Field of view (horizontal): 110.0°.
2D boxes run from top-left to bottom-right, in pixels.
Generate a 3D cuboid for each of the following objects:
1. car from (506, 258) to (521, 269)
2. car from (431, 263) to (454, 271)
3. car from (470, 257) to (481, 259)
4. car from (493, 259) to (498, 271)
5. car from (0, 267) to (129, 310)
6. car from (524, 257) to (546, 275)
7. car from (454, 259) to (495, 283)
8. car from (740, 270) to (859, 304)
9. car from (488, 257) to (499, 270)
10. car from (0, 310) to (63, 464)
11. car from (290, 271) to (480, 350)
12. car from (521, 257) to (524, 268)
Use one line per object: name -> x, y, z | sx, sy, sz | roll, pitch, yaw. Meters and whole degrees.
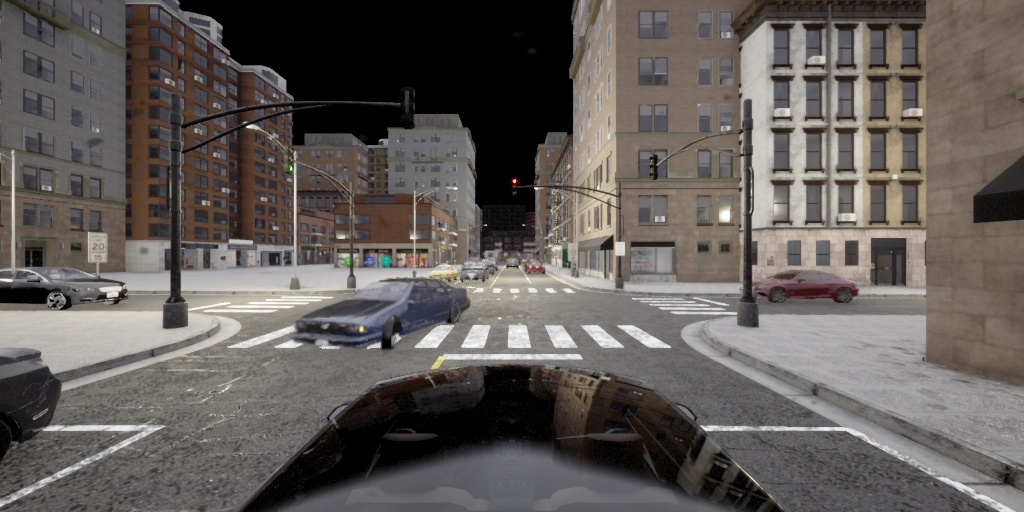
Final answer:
car -> 0.100, 1.317, 58.619 | 1.994, 1.385, 4.181 | 0, 0, 1
car -> -5.385, 1.276, 28.397 | 1.751, 1.417, 4.829 | 0, 0, 0
car -> -5.383, 1.067, 51.215 | 2.192, 1.841, 5.009 | 0, 0, 0
car -> -2.841, 1.315, 38.120 | 1.994, 1.385, 4.181 | 0, 0, 0
car -> -17.281, 1.162, 13.387 | 4.902, 1.511, 2.128 | 0, 0, 2
car -> 2.641, 1.191, 39.890 | 1.967, 1.591, 4.097 | 0, 0, 0
car -> -2.833, 1.242, 28.219 | 2.128, 1.511, 4.902 | 0, 0, 2
car -> 13.032, 1.349, 16.350 | 4.674, 1.442, 1.812 | 0, 0, 0
car -> -2.832, 1.278, 48.195 | 1.812, 1.442, 4.674 | 0, 0, 0
car -> -5.388, 1.300, 1.721 | 2.007, 1.370, 4.403 | 0, 0, 0
car -> -2.901, 1.294, 9.491 | 2.033, 1.411, 5.357 | 0, 0, 18
car -> 2.642, 1.066, 45.552 | 2.192, 1.841, 5.009 | 0, 0, 0
